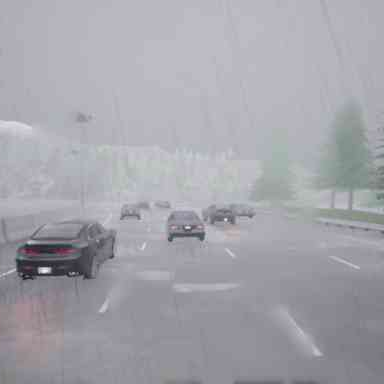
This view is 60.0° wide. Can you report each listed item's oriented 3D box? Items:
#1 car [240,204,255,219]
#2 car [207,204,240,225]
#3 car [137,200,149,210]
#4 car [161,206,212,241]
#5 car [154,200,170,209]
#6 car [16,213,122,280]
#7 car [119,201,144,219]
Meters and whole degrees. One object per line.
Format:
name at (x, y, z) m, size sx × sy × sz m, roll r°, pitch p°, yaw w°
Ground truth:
car at (4.530, 1.854, 32.861) m, size 2.033 × 1.411 × 5.357 m, roll 0°, pitch -1°, yaw -11°
car at (2.035, 1.756, 26.477) m, size 1.837 × 1.490 × 4.892 m, roll 1°, pitch -1°, yaw -9°
car at (-8.197, 2.046, 53.854) m, size 1.837 × 1.490 × 4.892 m, roll 1°, pitch -1°, yaw -20°
car at (-0.476, 1.723, 17.895) m, size 2.033 × 1.411 × 5.357 m, roll 0°, pitch -1°, yaw -6°
car at (-4.934, 2.036, 55.082) m, size 2.128 × 1.511 × 4.902 m, roll 0°, pitch -1°, yaw -19°
car at (-3.588, 1.616, 10.290) m, size 1.837 × 1.490 × 4.892 m, roll 0°, pitch 0°, yaw -3°
car at (-6.127, 1.882, 32.804) m, size 2.033 × 1.411 × 5.357 m, roll 0°, pitch -1°, yaw -12°
